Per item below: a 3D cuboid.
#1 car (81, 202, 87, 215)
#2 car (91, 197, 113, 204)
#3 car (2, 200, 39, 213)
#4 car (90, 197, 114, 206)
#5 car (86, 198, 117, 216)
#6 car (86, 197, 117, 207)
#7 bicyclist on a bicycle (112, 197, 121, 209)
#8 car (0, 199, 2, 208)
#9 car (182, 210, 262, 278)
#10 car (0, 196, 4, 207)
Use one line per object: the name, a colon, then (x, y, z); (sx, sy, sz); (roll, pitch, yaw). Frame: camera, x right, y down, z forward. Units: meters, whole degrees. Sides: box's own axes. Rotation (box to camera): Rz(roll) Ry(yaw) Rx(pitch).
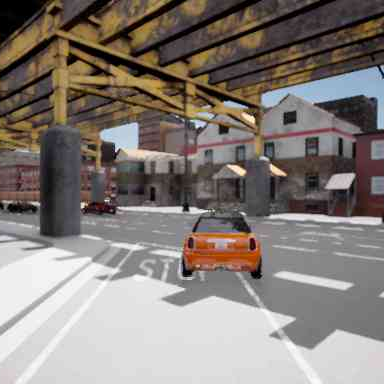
car: (-12.310, 1.723, 31.683); (4.718, 1.301, 1.895); (0, 0, 44)
car: (-16.205, 1.535, 60.072); (1.853, 1.218, 4.536); (0, 0, 13)
car: (-19.794, 1.690, 38.766); (5.357, 1.411, 2.033); (0, 0, 44)
car: (-16.217, 1.692, 60.021); (2.038, 1.542, 4.974); (0, 0, 13)
car: (-9.539, 1.662, 34.141); (4.674, 1.442, 1.812); (0, 0, 43)
car: (-15.413, 1.678, 56.377); (4.974, 1.542, 2.038); (0, 0, -17)
bicyclist on a bicycle: (-10.196, 1.485, 44.783); (0.582, 1.620, 1.656); (0, 0, 43)
car: (-27.393, 1.666, 45.868); (4.892, 1.490, 1.837); (0, 0, 43)
car: (0.940, 1.399, 10.564); (2.097, 1.767, 4.553); (0, 0, 5)
car: (-34.083, 1.549, 55.921); (4.553, 1.767, 2.097); (0, 0, 28)
